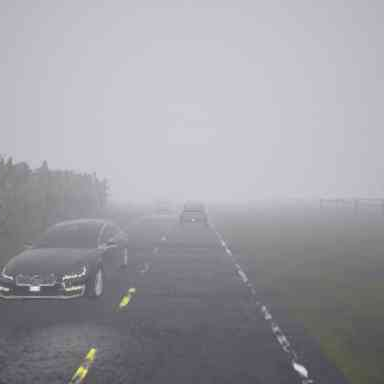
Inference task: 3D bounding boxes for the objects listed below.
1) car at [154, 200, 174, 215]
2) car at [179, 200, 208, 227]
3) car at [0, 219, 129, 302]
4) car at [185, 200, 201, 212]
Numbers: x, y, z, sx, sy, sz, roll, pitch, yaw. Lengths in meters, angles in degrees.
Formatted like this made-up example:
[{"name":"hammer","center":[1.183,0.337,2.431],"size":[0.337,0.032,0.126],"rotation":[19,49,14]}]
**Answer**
[{"name":"car","center":[-2.845,1.577,34.800],"size":[2.033,1.411,5.357],"rotation":[0,0,0]},{"name":"car","center":[0.102,1.512,22.896],"size":[2.128,1.511,4.902],"rotation":[0,0,0]},{"name":"car","center":[-2.849,1.513,8.463],"size":[1.837,1.490,4.892],"rotation":[0,0,0]},{"name":"car","center":[0.105,1.636,41.310],"size":[1.895,1.301,4.718],"rotation":[0,0,0]}]
